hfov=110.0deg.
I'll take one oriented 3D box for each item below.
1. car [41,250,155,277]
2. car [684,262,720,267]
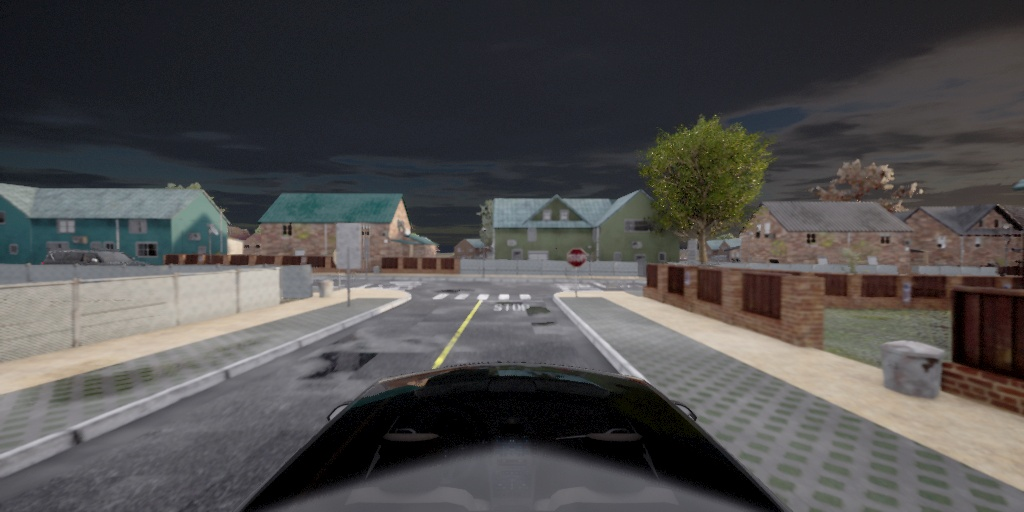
[{"bbox_3d":[-25.025,0.683,21.878,5.566,2.045,2.150,1,1,-1],"label":"car"},{"bbox_3d":[12.418,1.310,22.537,4.553,1.767,2.097,1,1,-1],"label":"car"}]
